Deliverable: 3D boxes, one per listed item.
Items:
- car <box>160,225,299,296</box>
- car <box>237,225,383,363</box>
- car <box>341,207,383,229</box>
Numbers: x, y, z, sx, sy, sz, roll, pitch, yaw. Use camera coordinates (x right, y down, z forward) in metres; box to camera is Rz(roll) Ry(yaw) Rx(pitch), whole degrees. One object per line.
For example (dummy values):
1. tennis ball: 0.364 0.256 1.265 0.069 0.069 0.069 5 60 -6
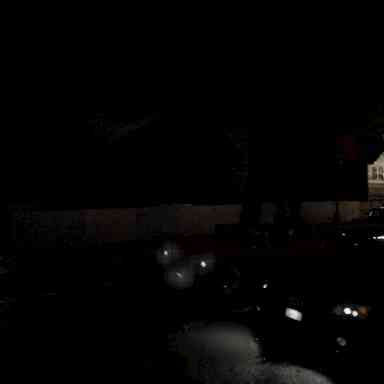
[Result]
1. car: 1.550 1.582 8.771 4.718 1.301 1.895 0 0 -36
2. car: 3.075 1.546 5.862 4.181 1.385 1.994 0 0 -35
3. car: 7.681 1.384 13.035 4.902 1.511 2.128 -5 3 -35
